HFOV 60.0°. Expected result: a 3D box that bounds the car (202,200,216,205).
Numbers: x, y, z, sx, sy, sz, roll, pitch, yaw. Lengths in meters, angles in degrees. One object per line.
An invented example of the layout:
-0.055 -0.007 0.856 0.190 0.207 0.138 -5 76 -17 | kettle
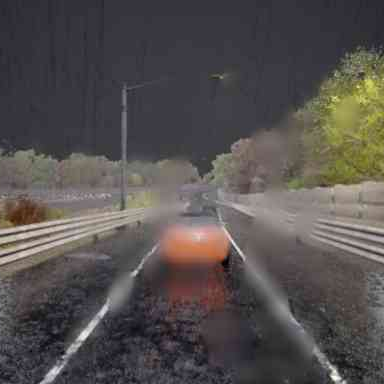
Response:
2.942 2.339 56.659 2.150 2.045 5.566 0 -2 4 | car

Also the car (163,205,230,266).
0.194 1.498 12.195 2.097 1.767 4.553 0 -1 1 | car
